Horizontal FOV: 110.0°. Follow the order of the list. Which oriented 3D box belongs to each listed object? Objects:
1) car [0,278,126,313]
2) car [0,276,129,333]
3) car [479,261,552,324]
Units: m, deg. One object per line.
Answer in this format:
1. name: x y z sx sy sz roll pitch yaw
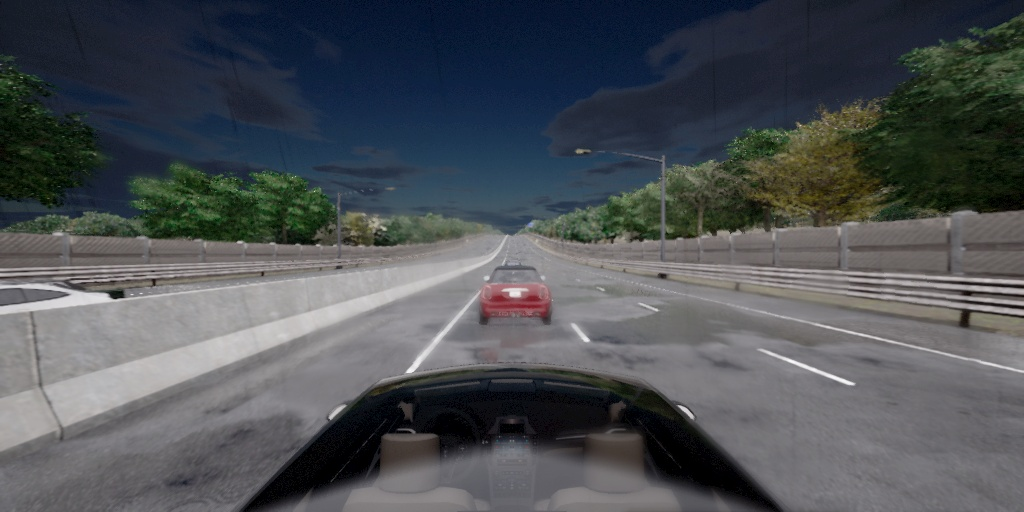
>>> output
1. car: -10.601 1.261 6.868 1.812 1.442 4.674 0 0 0
2. car: -14.087 1.328 9.927 1.895 1.301 4.718 0 0 0
3. car: 0.103 1.072 12.021 2.097 1.767 4.553 0 0 0
